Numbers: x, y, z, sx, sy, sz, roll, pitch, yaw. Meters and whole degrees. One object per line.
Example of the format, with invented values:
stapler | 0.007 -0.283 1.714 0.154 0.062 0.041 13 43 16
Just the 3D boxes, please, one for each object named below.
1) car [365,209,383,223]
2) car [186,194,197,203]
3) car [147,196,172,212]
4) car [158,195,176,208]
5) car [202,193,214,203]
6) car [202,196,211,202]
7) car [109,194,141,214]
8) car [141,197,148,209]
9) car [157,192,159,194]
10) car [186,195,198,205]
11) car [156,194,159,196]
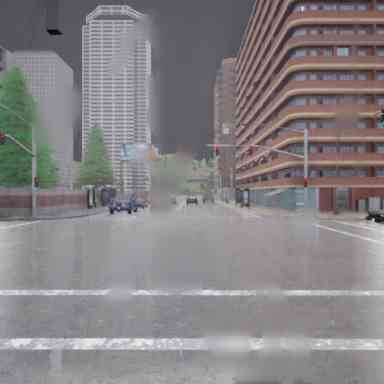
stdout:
car | 15.001 1.492 23.271 5.357 1.411 2.033 0 0 -12
car | -0.091 1.352 69.487 2.097 1.767 4.553 0 0 0
car | -3.648 1.526 38.279 1.812 1.442 4.674 0 0 0
car | -3.656 1.525 48.447 1.812 1.442 4.674 0 0 0
car | 3.410 1.221 68.701 2.150 2.045 5.566 0 0 0
car | 3.397 1.576 78.268 1.895 1.301 4.718 0 0 0
car | -7.147 1.222 35.220 2.150 2.045 5.566 0 0 0
car | -7.159 1.547 45.470 2.033 1.411 5.357 0 0 0
car | -7.095 1.341 72.171 2.097 1.767 4.553 0 0 0
car | 0.024 1.477 59.495 1.882 1.535 5.008 0 0 0
car | -7.155 1.525 57.610 1.812 1.442 4.674 0 0 0
